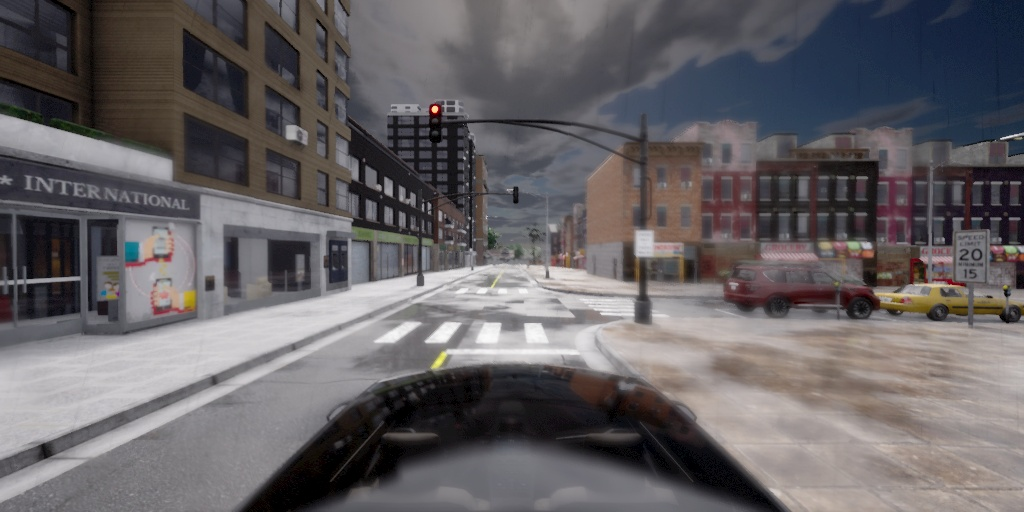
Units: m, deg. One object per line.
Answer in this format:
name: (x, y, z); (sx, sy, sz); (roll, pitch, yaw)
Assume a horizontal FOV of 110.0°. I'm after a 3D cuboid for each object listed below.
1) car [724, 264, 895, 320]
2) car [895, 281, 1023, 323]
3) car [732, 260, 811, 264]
car: (10.831, 1.343, 13.677); (5.009, 1.841, 2.192); (0, 0, 0)
car: (16.546, 1.655, 13.649); (4.829, 1.417, 1.751); (0, 0, 0)
car: (12.991, 1.260, 16.593); (5.566, 2.045, 2.150); (1, 1, 6)
